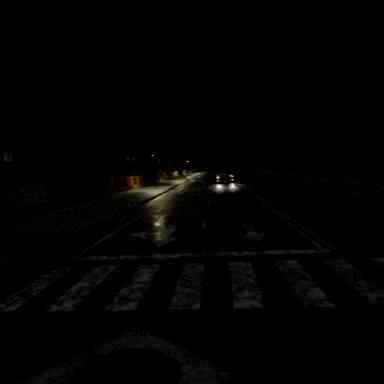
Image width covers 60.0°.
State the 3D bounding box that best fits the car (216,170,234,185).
[{"bbox_3d":[4.016,-1.972,41.057,2.097,1.767,4.553,-3,4,4],"label":"car"}]
